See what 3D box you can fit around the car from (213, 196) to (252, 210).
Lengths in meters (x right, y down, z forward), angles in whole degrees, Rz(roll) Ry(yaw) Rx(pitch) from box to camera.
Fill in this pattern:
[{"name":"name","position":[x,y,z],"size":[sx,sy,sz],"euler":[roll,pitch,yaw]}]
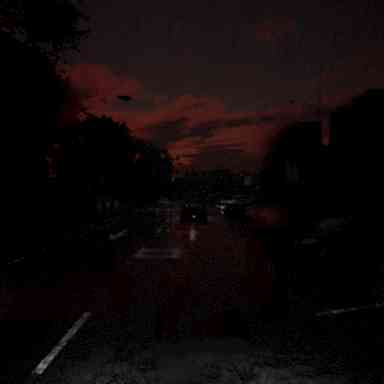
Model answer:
[{"name":"car","position":[5.417,1.430,44.625],"size":[4.553,1.767,2.185],"euler":[1,0,-20]}]

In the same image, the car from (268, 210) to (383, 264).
[{"name":"car","position":[5.318,1.530,11.605],"size":[4.674,1.452,2.002],"euler":[1,0,-20]}]

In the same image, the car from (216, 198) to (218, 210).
[{"name":"car","position":[5.208,1.508,29.551],"size":[5.366,1.575,1.946],"euler":[1,0,-20]}]

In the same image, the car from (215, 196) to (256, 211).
[{"name":"car","position":[5.405,1.420,41.624],"size":[4.553,1.767,2.185],"euler":[1,0,-20]}]

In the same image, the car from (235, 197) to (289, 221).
[{"name":"car","position":[5.377,1.372,20.619],"size":[4.553,1.767,2.185],"euler":[1,0,-20]}]

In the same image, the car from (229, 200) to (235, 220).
[{"name":"car","position":[5.353,1.542,23.615],"size":[4.674,1.452,2.002],"euler":[1,0,-20]}]

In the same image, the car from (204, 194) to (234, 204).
[{"name":"car","position":[5.516,1.401,68.683],"size":[5.566,2.045,2.435],"euler":[1,0,-20]}]

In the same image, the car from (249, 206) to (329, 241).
[{"name":"car","position":[5.296,1.520,14.597],"size":[4.792,1.488,2.163],"euler":[1,0,-20]}]

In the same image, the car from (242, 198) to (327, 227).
[{"name":"car","position":[5.366,1.369,17.617],"size":[4.553,1.767,2.185],"euler":[1,0,-20]}]

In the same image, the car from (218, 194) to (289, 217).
[{"name":"car","position":[5.359,1.256,26.593],"size":[5.566,2.045,2.435],"euler":[1,0,-20]}]

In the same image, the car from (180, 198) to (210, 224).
[{"name":"car","position":[0.137,1.496,24.869],"size":[1.882,1.535,5.008],"euler":[0,0,0]}]

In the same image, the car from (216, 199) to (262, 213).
[{"name":"car","position":[5.398,1.566,38.609],"size":[4.792,1.488,2.163],"euler":[1,0,-20]}]

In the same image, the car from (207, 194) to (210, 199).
[{"name":"car","position":[5.470,1.591,53.645],"size":[5.008,1.535,2.097],"euler":[1,-1,-20]}]

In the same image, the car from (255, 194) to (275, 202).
[{"name":"car","position":[18.507,1.476,84.654],"size":[2.435,2.045,5.566],"euler":[0,0,-21]}]

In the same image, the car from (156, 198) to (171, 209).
[{"name":"car","position":[-4.012,1.607,47.654],"size":[1.812,1.442,4.674],"euler":[0,0,0]}]

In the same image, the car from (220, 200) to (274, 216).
[{"name":"car","position":[5.368,1.550,32.608],"size":[4.792,1.488,2.163],"euler":[1,0,-20]}]

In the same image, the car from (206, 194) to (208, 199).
[{"name":"car","position":[5.317,1.622,62.589],"size":[5.366,1.575,1.946],"euler":[1,0,-20]}]

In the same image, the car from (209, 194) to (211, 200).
[{"name":"car","position":[5.504,1.454,50.642],"size":[4.553,1.767,2.185],"euler":[1,0,-20]}]

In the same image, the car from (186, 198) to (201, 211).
[{"name":"car","position":[0.181,1.569,42.664],"size":[1.837,1.490,4.892],"euler":[0,0,0]}]

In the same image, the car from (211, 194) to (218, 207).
[{"name":"car","position":[5.387,1.276,35.610],"size":[5.566,2.045,2.435],"euler":[1,0,-20]}]
